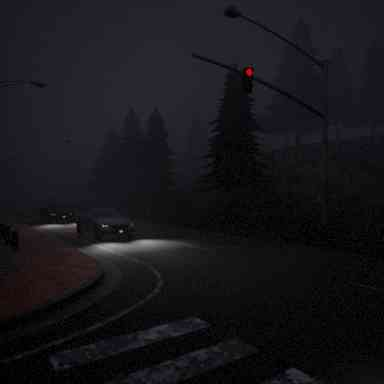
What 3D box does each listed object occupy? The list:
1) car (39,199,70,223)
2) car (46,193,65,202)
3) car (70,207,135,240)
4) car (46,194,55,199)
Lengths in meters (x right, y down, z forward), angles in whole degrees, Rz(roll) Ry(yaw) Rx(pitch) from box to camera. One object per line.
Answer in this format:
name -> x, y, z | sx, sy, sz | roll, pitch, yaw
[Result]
car -> -10.577, 1.535, 25.848 | 1.837, 1.490, 4.892 | 0, 0, -35
car -> -31.401, 1.208, 76.493 | 3.866, 1.878, 1.905 | 0, 0, -36
car -> -4.657, 1.555, 17.414 | 1.812, 1.442, 4.674 | 0, 0, -35
car -> -29.620, 1.207, 74.676 | 4.605, 1.855, 1.932 | 0, 0, -36
